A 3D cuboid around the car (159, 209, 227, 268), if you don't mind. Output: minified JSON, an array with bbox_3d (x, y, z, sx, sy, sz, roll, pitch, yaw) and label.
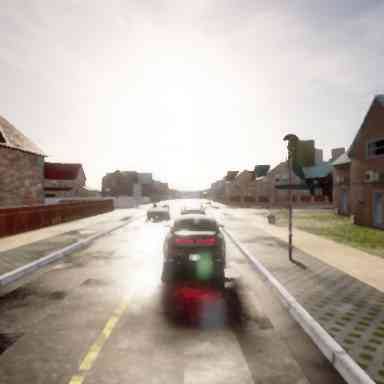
[{"bbox_3d":[0.083,1.519,11.250,1.837,1.490,4.892,0,-1,0],"label":"car"}]

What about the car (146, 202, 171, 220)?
[{"bbox_3d":[-2.816,1.635,29.476,2.033,1.411,5.357,0,0,0],"label":"car"}]

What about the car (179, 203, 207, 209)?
[{"bbox_3d":[0.074,1.554,24.249,2.128,1.511,4.902,0,0,0],"label":"car"}]
